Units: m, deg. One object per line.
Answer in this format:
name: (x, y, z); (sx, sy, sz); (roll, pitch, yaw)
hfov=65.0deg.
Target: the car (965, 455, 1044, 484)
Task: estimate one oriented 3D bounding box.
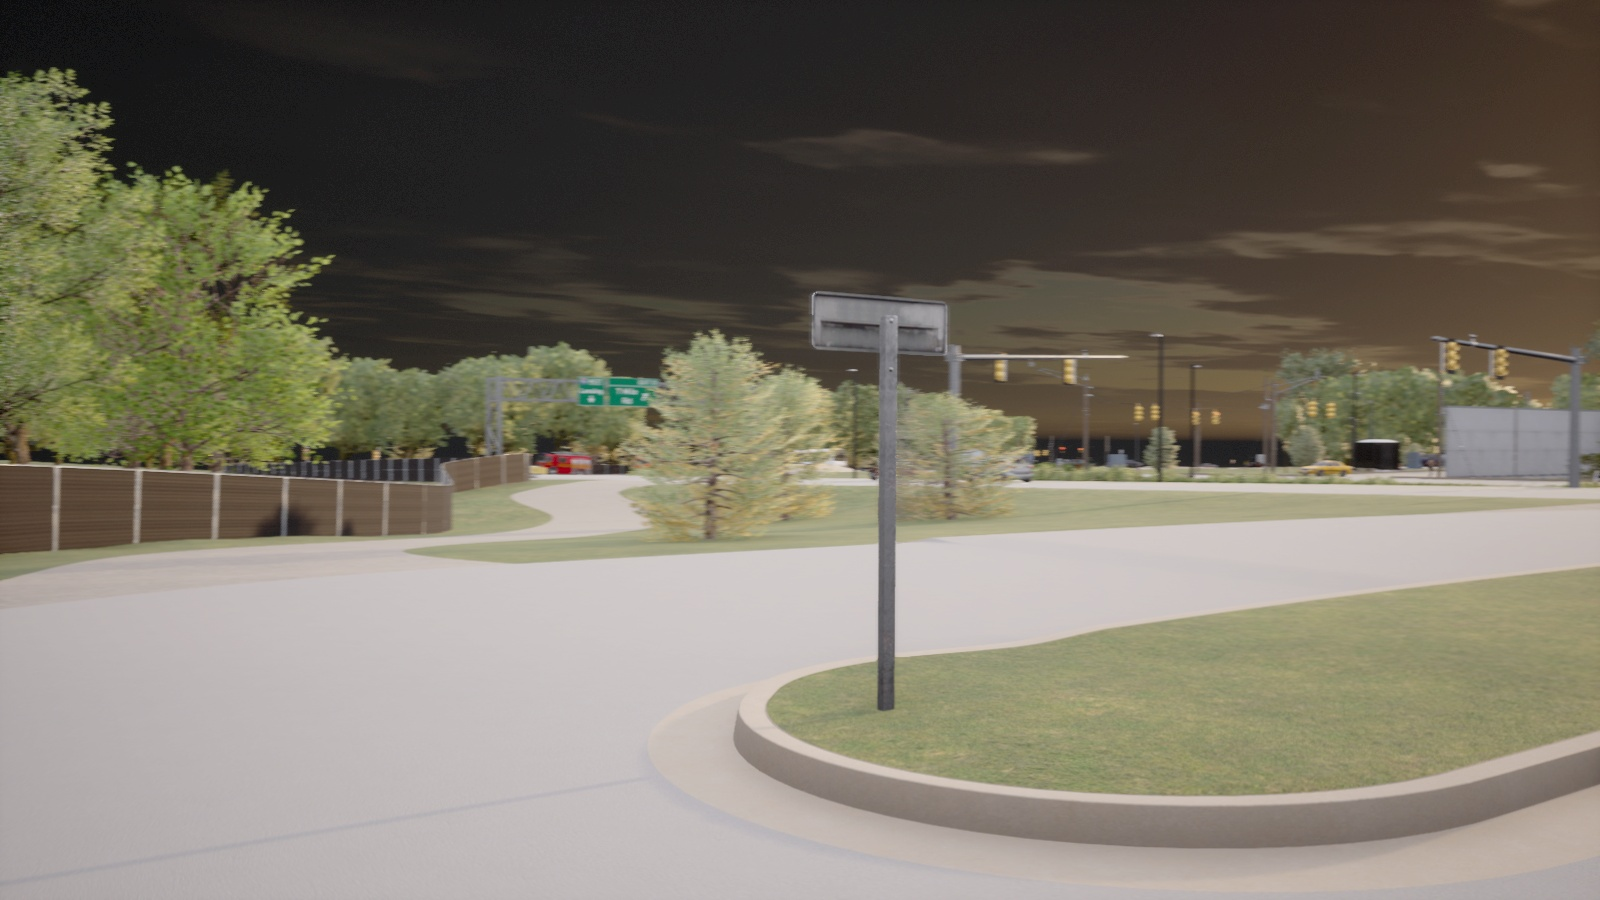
car: (12.342, 1.171, 75.951); (2.242, 1.667, 4.611); (0, -1, -32)
